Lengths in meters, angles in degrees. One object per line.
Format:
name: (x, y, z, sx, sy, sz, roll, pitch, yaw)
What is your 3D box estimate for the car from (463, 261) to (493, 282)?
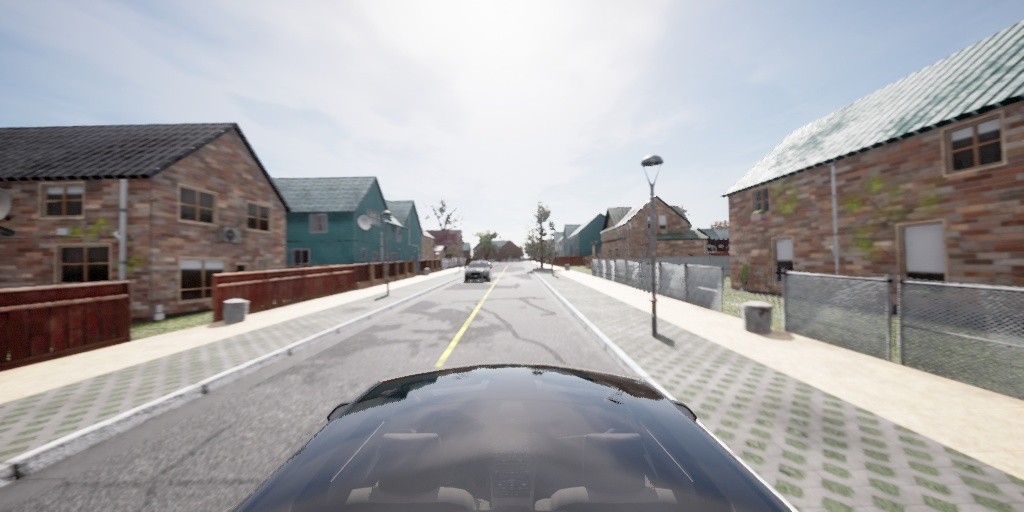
car: (-2.523, 1.131, 27.493, 1.837, 1.490, 4.892, -1, 0, 1)
